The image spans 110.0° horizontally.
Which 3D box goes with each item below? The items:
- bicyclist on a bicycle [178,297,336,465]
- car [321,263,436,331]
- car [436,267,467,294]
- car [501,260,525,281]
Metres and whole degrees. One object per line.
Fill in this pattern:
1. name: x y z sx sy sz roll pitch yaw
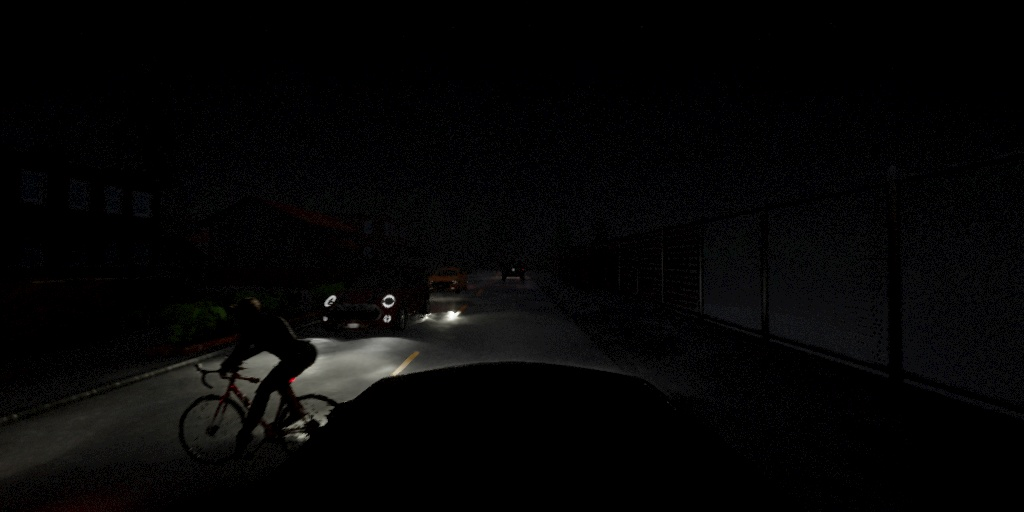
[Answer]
1. bicyclist on a bicycle: -2.421 1.225 3.487 1.656 1.620 0.582 0 -1 0
2. car: -4.086 1.229 11.490 2.097 1.767 4.553 0 -1 0
3. car: -4.050 1.507 23.118 1.882 1.535 5.008 0 -1 0
4. car: 0.113 1.420 36.056 2.150 2.045 5.566 0 -1 0
